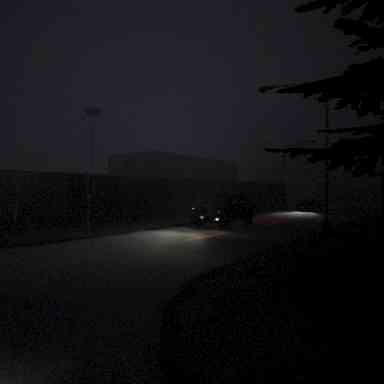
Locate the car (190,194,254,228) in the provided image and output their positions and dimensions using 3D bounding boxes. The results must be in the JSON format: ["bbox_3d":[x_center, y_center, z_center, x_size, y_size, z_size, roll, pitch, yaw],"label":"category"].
[{"bbox_3d":[2.167,1.143,21.940,2.150,2.045,5.566,1,0,35],"label":"car"}]

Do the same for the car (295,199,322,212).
[{"bbox_3d":[12.962,1.486,36.959,1.994,1.385,4.181,1,0,36],"label":"car"}]
